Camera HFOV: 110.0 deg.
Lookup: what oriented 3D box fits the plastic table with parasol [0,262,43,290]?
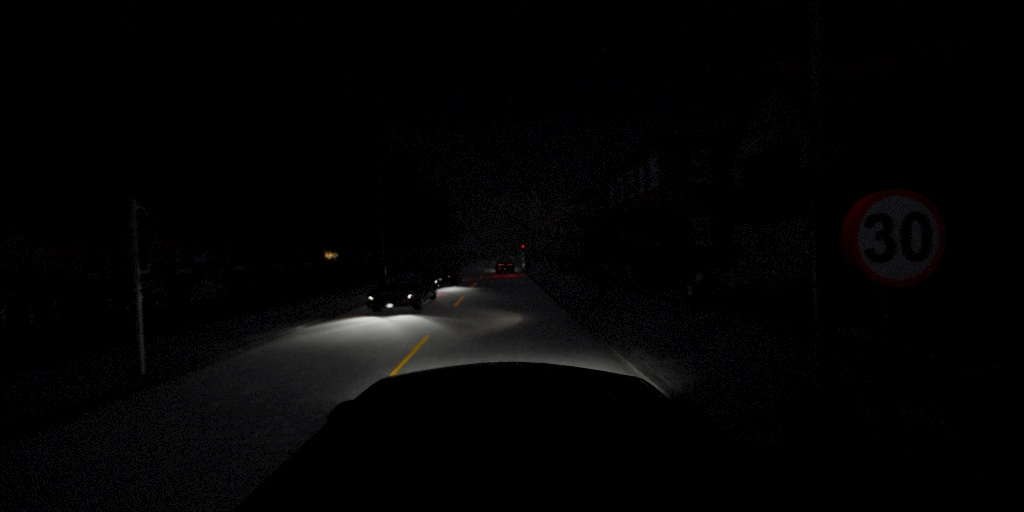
[{"bbox_3d":[-22.206,1.365,15.008,2.482,2.480,2.482,0,0,-40],"label":"plastic table with parasol"}]

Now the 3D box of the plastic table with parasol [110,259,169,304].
[{"bbox_3d":[-19.675,1.304,19.494,2.482,2.480,2.482,0,0,-41],"label":"plastic table with parasol"}]

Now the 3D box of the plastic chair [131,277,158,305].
[{"bbox_3d":[-18.905,1.882,18.483,0.750,1.272,0.730,0,0,-41],"label":"plastic chair"}]

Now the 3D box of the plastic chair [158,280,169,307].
[{"bbox_3d":[-15.291,1.740,16.128,0.730,1.272,0.750,0,0,-41],"label":"plastic chair"}]

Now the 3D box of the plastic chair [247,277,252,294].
[{"bbox_3d":[-13.340,1.696,17.817,0.730,1.272,0.750,0,0,-36],"label":"plastic chair"}]

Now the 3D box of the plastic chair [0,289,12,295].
[{"bbox_3d":[-17.912,1.907,12.211,0.730,1.272,0.750,0,0,-36],"label":"plastic chair"}]

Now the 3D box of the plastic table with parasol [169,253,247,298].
[{"bbox_3d":[-14.290,1.109,16.892,2.482,2.480,2.482,0,0,-42],"label":"plastic table with parasol"}]

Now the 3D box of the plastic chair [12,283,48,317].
[{"bbox_3d":[-21.234,1.988,15.877,0.730,1.272,0.750,0,0,-35],"label":"plastic chair"}]

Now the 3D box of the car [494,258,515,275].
[{"bbox_3d":[-0.737,0.992,35.710,2.128,1.511,4.902,-2,0,-2],"label":"car"}]

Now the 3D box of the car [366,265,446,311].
[{"bbox_3d":[-4.406,1.355,15.330,2.033,1.411,5.357,-2,0,-1],"label":"car"}]

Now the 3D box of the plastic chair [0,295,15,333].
[{"bbox_3d":[-13.832,1.777,9.362,0.730,1.272,0.750,0,0,-36],"label":"plastic chair"}]

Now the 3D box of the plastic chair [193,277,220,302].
[{"bbox_3d":[-13.510,1.692,15.887,0.750,1.272,0.730,0,0,-40],"label":"plastic chair"}]

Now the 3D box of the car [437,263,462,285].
[{"bbox_3d":[-4.659,1.240,25.417,1.837,1.490,4.892,-2,0,-1],"label":"car"}]

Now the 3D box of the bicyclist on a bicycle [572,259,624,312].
[{"bbox_3d":[2.645,0.921,11.147,1.656,1.620,0.582,-2,0,-1],"label":"bicyclist on a bicycle"}]
